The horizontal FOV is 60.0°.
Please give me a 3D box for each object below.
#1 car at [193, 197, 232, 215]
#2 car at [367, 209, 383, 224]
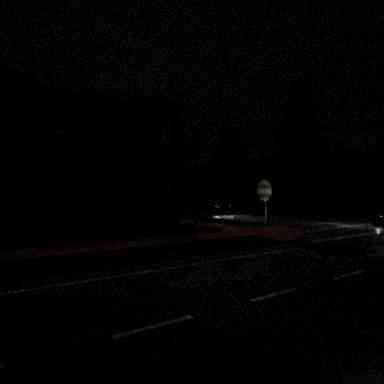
[{"bbox_3d":[1.995,1.326,33.253,2.097,1.767,4.553,0,0,-34],"label":"car"},{"bbox_3d":[14.589,1.487,22.409,5.008,1.535,1.882,0,2,7],"label":"car"}]
